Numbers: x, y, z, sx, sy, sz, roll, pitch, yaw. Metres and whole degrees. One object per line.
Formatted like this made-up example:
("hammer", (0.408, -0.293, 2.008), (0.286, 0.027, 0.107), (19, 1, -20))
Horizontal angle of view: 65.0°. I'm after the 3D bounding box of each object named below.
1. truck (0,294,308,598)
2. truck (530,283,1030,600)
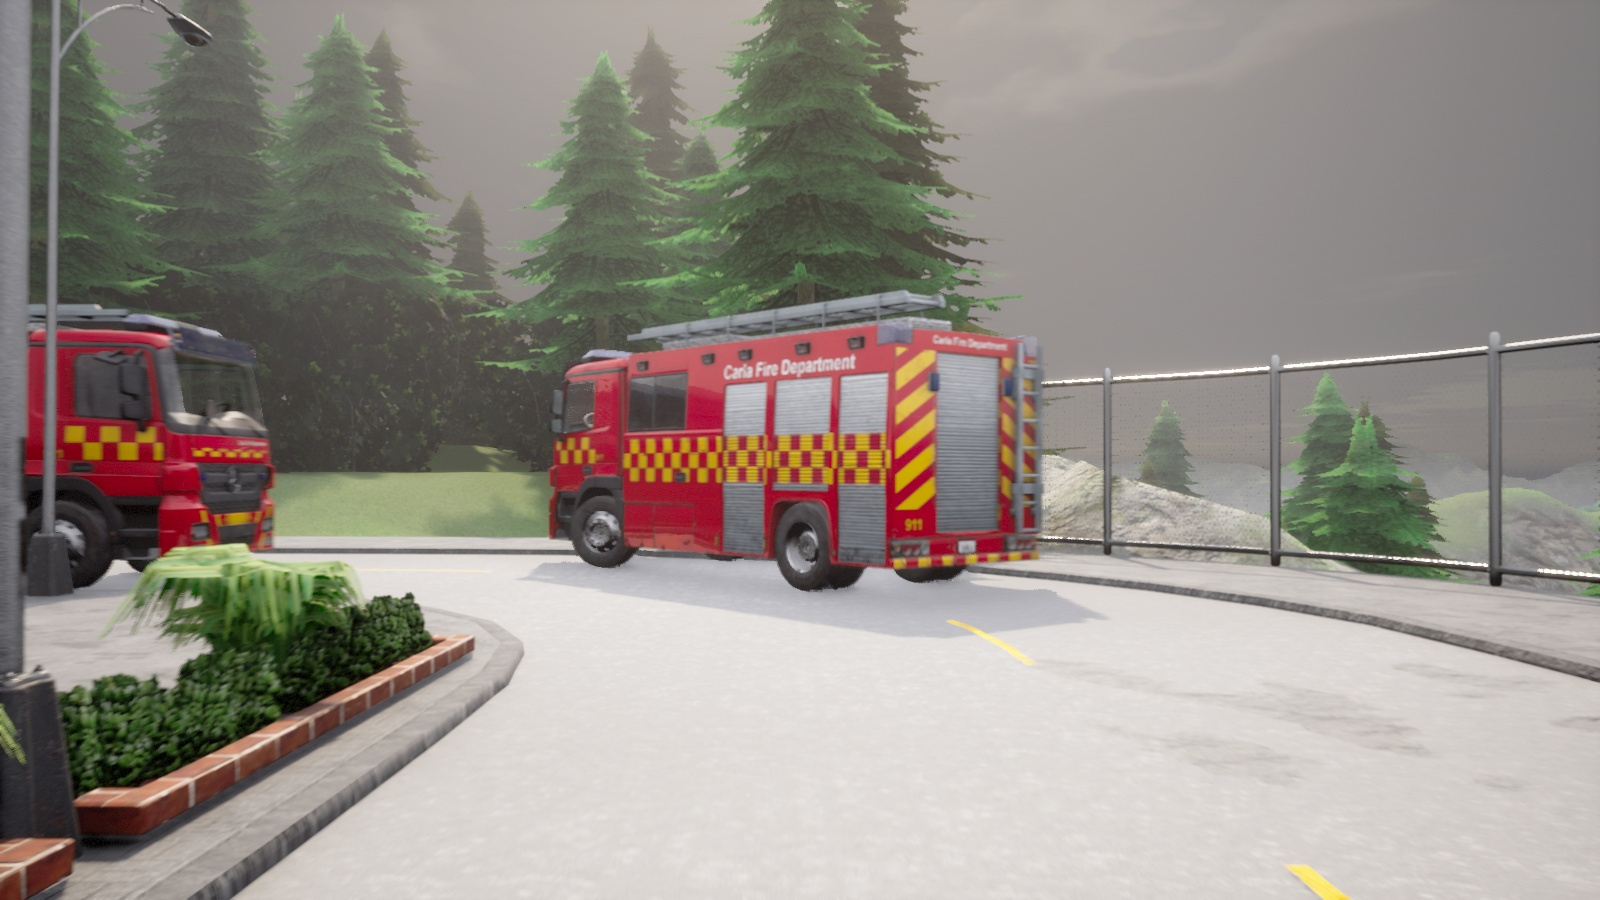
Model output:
("truck", (-11.585, -0.014, 17.298), (8.468, 3.827, 2.891), (0, -1, 0))
("truck", (-0.753, -0.023, 19.299), (2.891, 3.827, 8.468), (1, -1, -41))
